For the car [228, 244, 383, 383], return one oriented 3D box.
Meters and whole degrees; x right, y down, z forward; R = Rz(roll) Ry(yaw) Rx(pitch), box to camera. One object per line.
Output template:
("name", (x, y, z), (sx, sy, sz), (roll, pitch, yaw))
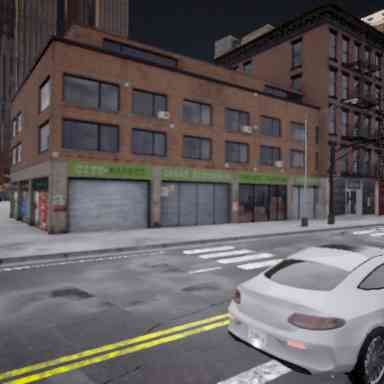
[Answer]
("car", (2.663, 1.581, 5.319), (4.674, 1.442, 1.812), (1, 0, -35))
